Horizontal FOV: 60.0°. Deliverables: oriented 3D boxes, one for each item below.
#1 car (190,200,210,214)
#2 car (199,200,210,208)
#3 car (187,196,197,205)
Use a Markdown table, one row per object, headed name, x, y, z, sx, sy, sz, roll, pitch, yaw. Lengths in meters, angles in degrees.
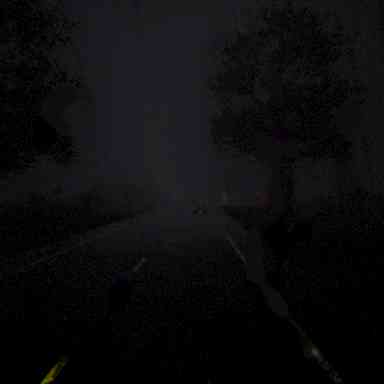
| name | x | y | z | sx | sy | sz | roll | pitch | yaw |
| --- | --- | --- | --- | --- | --- | --- | --- | --- | --- |
| car | 1.079 | 2.007 | 40.724 | 1.895 | 1.301 | 4.718 | 0 | -1 | 3 |
| car | 2.269 | 2.230 | 60.668 | 1.895 | 1.301 | 4.718 | 0 | -1 | 4 |
| car | 0.048 | 2.102 | 81.435 | 2.150 | 2.045 | 5.566 | 0 | -1 | 4 |
